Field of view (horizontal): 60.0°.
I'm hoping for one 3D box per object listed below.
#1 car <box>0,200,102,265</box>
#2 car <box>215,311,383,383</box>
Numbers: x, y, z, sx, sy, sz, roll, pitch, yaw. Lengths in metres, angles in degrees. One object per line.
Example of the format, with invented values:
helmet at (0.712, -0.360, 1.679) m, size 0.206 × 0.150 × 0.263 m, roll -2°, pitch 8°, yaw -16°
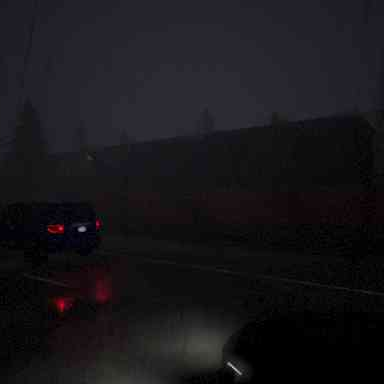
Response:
car at (-5.769, 1.332, 12.405) m, size 5.566 × 2.045 × 2.150 m, roll -1°, pitch 0°, yaw 35°
car at (2.378, 1.519, 2.296) m, size 4.674 × 1.442 × 1.812 m, roll -1°, pitch 0°, yaw 35°
